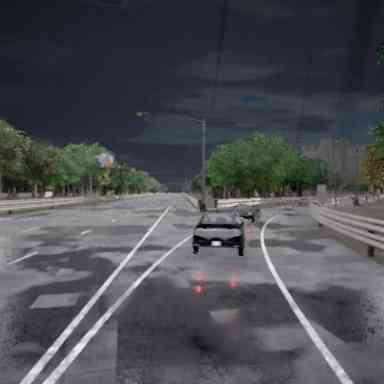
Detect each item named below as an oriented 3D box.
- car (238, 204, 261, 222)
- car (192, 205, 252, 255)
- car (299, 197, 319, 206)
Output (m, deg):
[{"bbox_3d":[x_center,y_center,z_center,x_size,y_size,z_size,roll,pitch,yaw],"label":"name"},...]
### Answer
[{"bbox_3d":[4.283,1.597,26.163,1.895,1.301,4.718,0,0,18],"label":"car"},{"bbox_3d":[1.204,1.485,13.373,2.128,1.511,4.902,0,0,9],"label":"car"},{"bbox_3d":[18.409,1.487,52.297,2.128,1.511,4.902,0,0,39],"label":"car"}]
